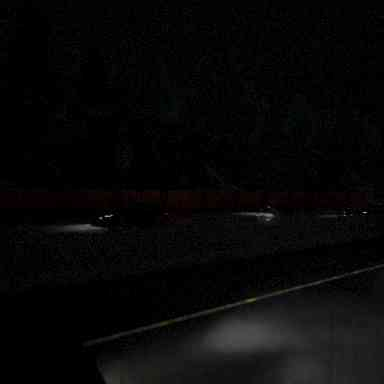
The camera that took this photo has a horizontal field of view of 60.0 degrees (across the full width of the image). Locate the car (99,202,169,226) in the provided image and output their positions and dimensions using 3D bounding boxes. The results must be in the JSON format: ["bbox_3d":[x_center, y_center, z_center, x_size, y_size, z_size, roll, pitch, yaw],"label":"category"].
[{"bbox_3d":[-3.882,1.463,22.769,4.892,1.490,1.837,1,0,-36],"label":"car"}]

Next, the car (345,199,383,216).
[{"bbox_3d":[17.843,1.557,33.726,5.008,1.535,1.882,1,0,-34],"label":"car"}]

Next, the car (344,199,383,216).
[{"bbox_3d":[14.310,1.570,27.030,4.892,1.490,1.837,1,0,-35],"label":"car"}]

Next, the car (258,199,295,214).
[{"bbox_3d":[9.274,1.551,36.317,4.674,1.442,1.812,1,0,-35],"label":"car"}]

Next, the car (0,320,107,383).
[{"bbox_3d":[-2.774,1.581,1.699,4.718,1.301,1.895,0,0,-36],"label":"car"}]
